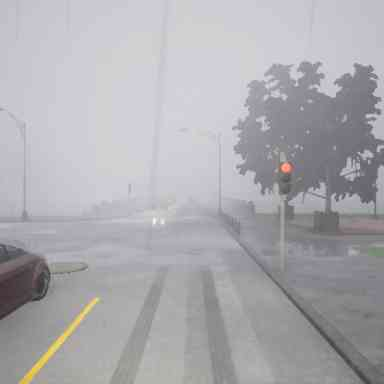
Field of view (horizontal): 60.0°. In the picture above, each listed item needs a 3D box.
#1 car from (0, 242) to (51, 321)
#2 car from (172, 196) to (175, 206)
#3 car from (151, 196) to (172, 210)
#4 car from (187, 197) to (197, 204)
[{"bbox_3d":[-4.061,1.564,5.539,1.994,1.385,4.181,0,0,0],"label":"car"},{"bbox_3d":[-4.048,1.477,51.771,1.882,1.535,5.008,0,0,0],"label":"car"},{"bbox_3d":[-4.063,1.491,42.224,2.128,1.511,4.902,0,0,0],"label":"car"},{"bbox_3d":[0.054,1.547,61.659,2.033,1.411,5.357,0,0,0],"label":"car"}]
